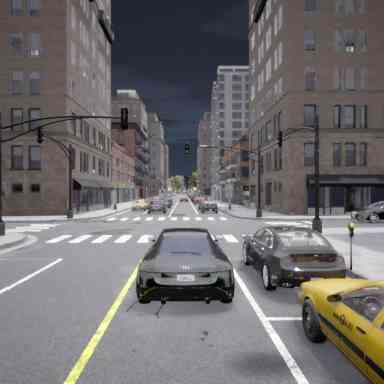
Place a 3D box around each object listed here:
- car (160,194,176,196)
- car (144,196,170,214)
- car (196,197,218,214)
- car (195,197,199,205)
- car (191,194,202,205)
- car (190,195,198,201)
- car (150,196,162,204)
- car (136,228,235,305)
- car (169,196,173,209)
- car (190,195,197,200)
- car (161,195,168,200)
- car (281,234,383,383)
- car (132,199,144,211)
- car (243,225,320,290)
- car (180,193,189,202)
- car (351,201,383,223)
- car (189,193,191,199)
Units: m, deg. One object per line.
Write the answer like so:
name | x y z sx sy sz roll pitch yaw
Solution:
car | -4.175 1.540 56.240 2.033 1.411 5.357 0 0 -2
car | -3.683 1.502 35.971 1.837 1.490 4.892 0 0 -1
car | 1.801 1.548 35.716 2.008 1.369 4.403 0 0 -1
car | 1.663 1.578 41.396 1.802 1.307 4.206 0 0 -1
car | 1.249 1.432 58.436 1.967 1.590 4.097 0 0 -1
car | 0.559 1.548 86.836 1.947 1.339 4.313 0 0 -1
car | -6.912 1.541 63.918 2.008 1.369 4.403 0 0 -1
car | -0.166 1.563 8.179 1.994 1.385 4.181 0 0 -1
car | -3.925 1.560 45.875 1.994 1.385 4.181 0 0 -2
car | 0.417 1.505 92.687 1.752 1.417 4.829 0 0 -1
car | -7.602 1.562 92.316 1.802 1.307 4.206 0 0 -1
car | 2.588 1.525 3.613 1.752 1.417 4.829 0 0 -1
car | -6.356 1.522 41.029 1.752 1.417 4.829 0 0 -1
car | 2.456 1.550 8.848 2.008 1.369 4.403 0 0 -1
car | -1.798 1.582 75.547 1.895 1.301 4.718 0 0 -1
car | 13.944 1.400 23.782 4.902 1.511 2.128 0 0 -3
car | 0.973 1.303 69.796 2.192 1.841 5.009 0 0 -1
